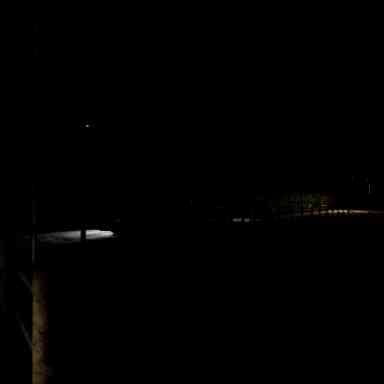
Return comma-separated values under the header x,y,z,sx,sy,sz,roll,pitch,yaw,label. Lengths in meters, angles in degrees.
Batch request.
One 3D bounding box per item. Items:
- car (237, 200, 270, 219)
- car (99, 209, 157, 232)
x,y,z,sx,sy,sz,roll,pitch,yaw,label
7.499,2.022,39.677,2.150,2.045,5.566,1,-1,35,car
-4.309,1.884,22.951,1.994,1.385,4.181,1,-1,35,car
